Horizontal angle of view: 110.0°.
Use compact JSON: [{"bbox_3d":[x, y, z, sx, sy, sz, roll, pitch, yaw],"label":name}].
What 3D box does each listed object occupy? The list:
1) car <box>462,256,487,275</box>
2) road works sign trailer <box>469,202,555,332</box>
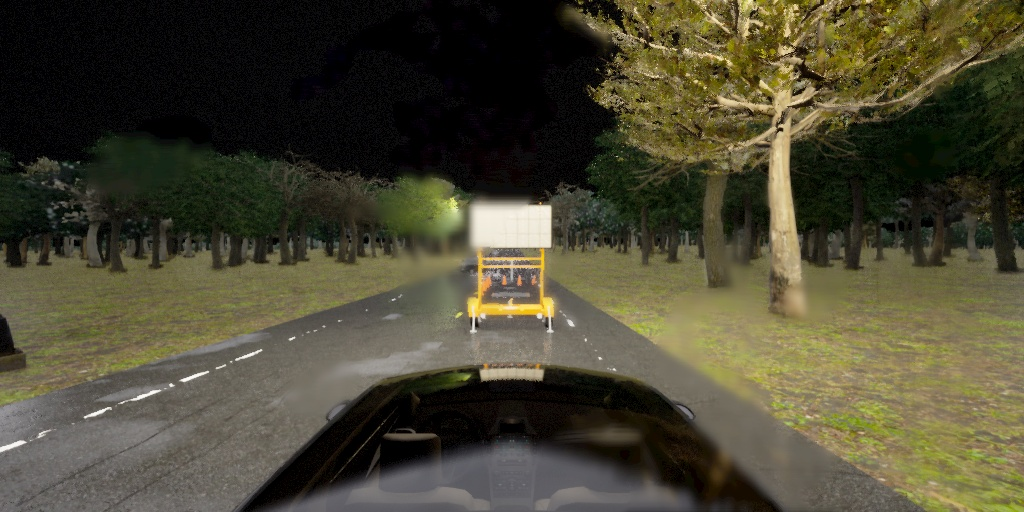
[{"bbox_3d":[-3.617,0.835,35.238,2.097,1.767,4.553,0,1,0],"label":"car"},{"bbox_3d":[-0.006,0.193,10.732,2.380,3.560,2.880,0,0,0],"label":"road works sign trailer"}]
